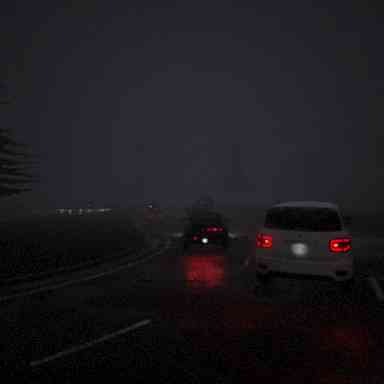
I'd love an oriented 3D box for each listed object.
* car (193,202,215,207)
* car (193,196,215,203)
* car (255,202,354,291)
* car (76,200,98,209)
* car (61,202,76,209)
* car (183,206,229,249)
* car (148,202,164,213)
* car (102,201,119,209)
[{"bbox_3d":[0.715,1.886,31.511,1.895,1.301,4.718,0,-1,-13],"label":"car"},{"bbox_3d":[1.855,1.633,46.735,2.150,2.045,5.566,0,-1,-6],"label":"car"},{"bbox_3d":[3.286,1.282,9.509,2.150,2.045,5.566,0,0,22],"label":"car"},{"bbox_3d":[-18.039,2.211,58.463,1.837,1.490,4.892,-1,-1,3],"label":"car"},{"bbox_3d":[-21.497,2.344,59.218,1.895,1.301,4.718,-1,-1,3],"label":"car"},{"bbox_3d":[0.629,1.643,15.301,1.837,1.490,4.892,1,0,3],"label":"car"},{"bbox_3d":[-4.777,1.970,43.417,1.812,1.442,4.674,0,-1,-7],"label":"car"},{"bbox_3d":[-14.499,2.279,59.211,1.895,1.301,4.718,-1,-1,3],"label":"car"}]
